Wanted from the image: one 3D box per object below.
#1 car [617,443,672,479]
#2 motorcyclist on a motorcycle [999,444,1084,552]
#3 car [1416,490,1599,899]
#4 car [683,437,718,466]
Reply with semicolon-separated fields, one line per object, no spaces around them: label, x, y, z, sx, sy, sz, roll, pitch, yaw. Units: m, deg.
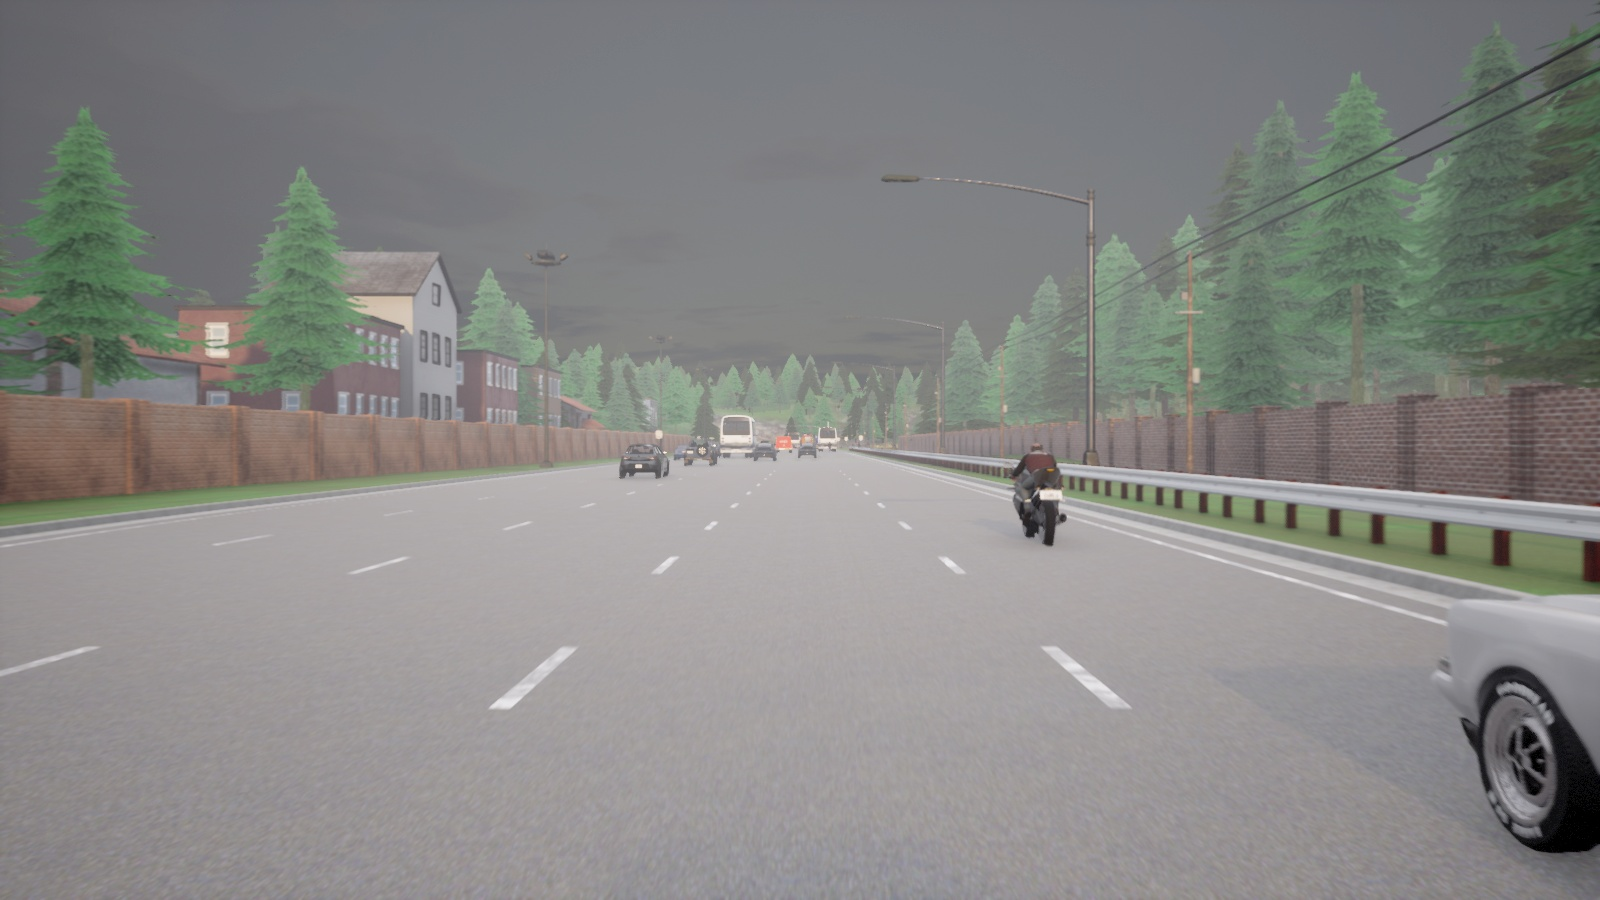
car;-6.677;0.453;54.173;1.816;1.474;4.193;0;0;0
motorcyclist on a motorcycle;3.623;0.679;19.021;0.866;1.530;2.191;0;0;0
car;3.532;0.833;2.931;1.895;1.301;4.718;0;0;0
car;-6.515;0.097;82.769;1.932;1.855;4.605;0;0;0
